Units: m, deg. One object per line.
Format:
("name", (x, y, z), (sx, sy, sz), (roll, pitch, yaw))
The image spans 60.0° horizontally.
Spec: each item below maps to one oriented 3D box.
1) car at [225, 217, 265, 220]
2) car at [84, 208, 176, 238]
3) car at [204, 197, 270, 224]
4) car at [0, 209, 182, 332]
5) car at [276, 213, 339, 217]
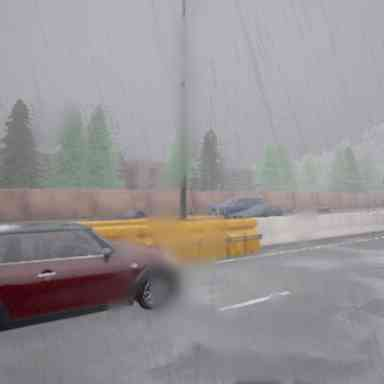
("car", (5.350, 1.696, 24.917), (5.357, 1.411, 2.033), (1, 0, -35))
("car", (-3.410, 1.665, 18.721), (4.718, 1.301, 1.895), (1, 0, -35))
("car", (3.882, 1.434, 28.124), (5.566, 2.045, 2.150), (1, 0, -35))
("car", (-2.403, 1.365, 6.330), (4.553, 1.767, 2.097), (1, 0, -35))
("car", (7.965, 1.658, 22.438), (4.902, 1.511, 2.128), (1, 0, -35))
